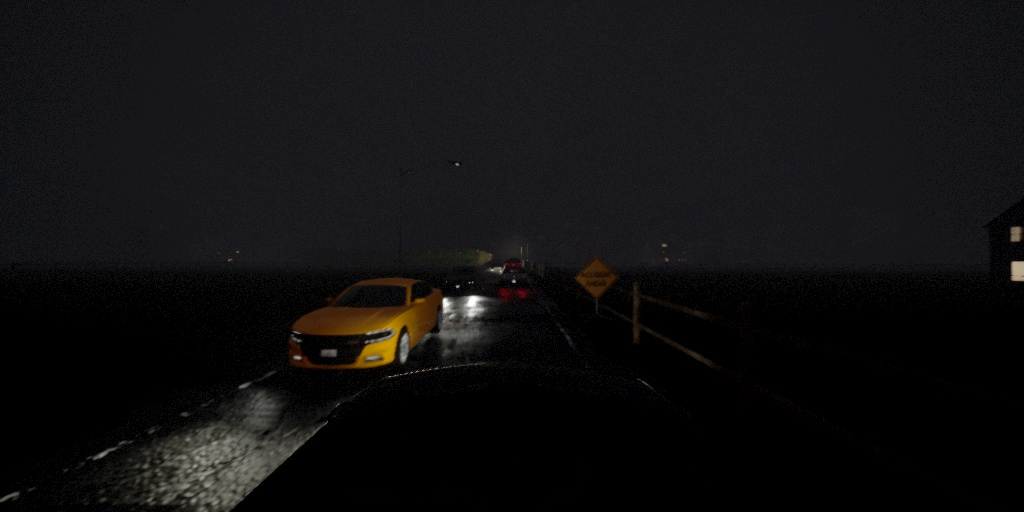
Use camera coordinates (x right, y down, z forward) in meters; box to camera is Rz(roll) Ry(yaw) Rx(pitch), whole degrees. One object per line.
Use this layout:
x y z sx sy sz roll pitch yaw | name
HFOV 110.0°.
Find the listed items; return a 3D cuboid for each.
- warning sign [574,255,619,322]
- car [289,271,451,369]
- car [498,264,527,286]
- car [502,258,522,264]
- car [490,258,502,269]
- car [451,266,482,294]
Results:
2.460 0.909 10.426 1.300 1.860 1.060 0 0 0 | warning sign
-2.842 1.250 8.092 1.882 1.535 5.008 0 0 0 | car
0.147 1.478 26.928 1.895 1.301 4.718 0 0 0 | car
0.180 1.226 47.305 2.150 2.045 5.566 0 0 0 | car
-2.659 1.375 64.905 2.150 2.045 5.566 0 0 1 | car
-2.803 1.343 20.982 1.837 1.490 4.892 0 0 0 | car
